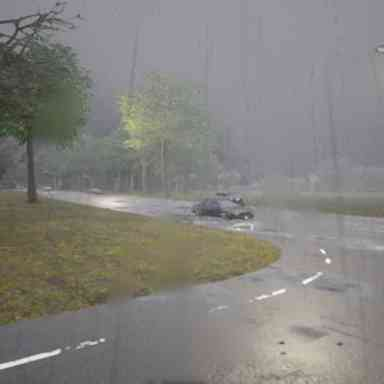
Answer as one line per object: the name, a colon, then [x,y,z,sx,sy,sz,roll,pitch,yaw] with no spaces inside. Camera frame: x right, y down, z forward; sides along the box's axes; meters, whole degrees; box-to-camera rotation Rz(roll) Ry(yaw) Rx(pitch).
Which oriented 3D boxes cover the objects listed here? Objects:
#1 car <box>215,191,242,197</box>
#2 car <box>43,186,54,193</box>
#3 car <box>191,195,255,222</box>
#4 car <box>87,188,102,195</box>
car: [3.285,0.716,34.307,2.097,1.767,4.553,-1,2,-35]
car: [-36.228,-0.681,83.929,1.882,1.535,5.008,-1,2,-33]
car: [2.039,1.240,23.990,2.033,1.411,5.357,-1,2,-35]
car: [-19.524,-0.090,66.508,1.994,1.385,4.181,-1,2,-35]
